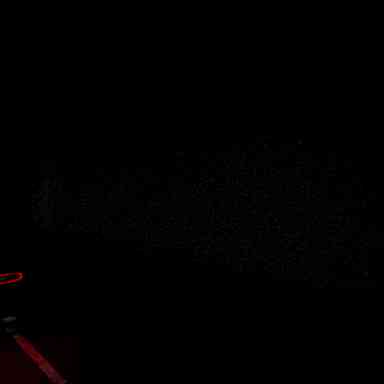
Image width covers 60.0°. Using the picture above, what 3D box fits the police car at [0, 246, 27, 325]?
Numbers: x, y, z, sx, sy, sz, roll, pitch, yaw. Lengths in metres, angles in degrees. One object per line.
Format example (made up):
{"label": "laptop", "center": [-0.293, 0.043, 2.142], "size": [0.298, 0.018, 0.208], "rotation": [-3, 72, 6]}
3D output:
{"label": "police car", "center": [-4.842, 1.423, 6.431], "size": [1.930, 1.638, 5.238], "rotation": [0, 0, -43]}
